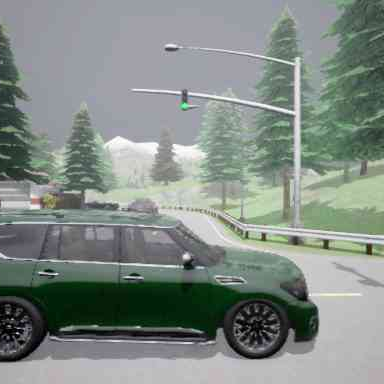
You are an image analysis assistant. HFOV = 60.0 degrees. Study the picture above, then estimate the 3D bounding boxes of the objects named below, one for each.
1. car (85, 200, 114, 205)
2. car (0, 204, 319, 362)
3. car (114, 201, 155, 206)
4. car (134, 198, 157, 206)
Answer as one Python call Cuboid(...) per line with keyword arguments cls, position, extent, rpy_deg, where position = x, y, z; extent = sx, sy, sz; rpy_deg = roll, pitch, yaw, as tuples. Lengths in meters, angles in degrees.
Cuboid(cls="car", position=(-11.490, 1.620, 41.462), extent=(4.718, 1.301, 1.895), rpy_deg=(0, 0, 14))
Cuboid(cls="car", position=(-0.903, 1.344, 5.453), extent=(5.566, 2.045, 2.150), rpy_deg=(1, 0, -1))
Cuboid(cls="car", position=(-4.044, 1.571, 23.950), extent=(1.994, 1.385, 4.181), rpy_deg=(0, 0, -2))
Cuboid(cls="car", position=(-4.899, 1.362, 33.738), extent=(2.097, 1.767, 4.553), rpy_deg=(0, 0, -19))
